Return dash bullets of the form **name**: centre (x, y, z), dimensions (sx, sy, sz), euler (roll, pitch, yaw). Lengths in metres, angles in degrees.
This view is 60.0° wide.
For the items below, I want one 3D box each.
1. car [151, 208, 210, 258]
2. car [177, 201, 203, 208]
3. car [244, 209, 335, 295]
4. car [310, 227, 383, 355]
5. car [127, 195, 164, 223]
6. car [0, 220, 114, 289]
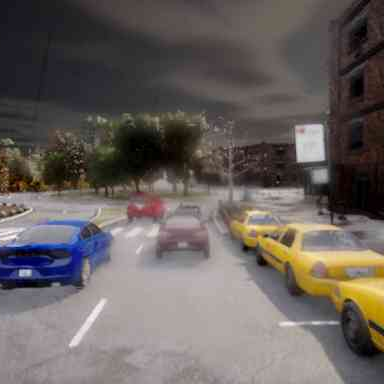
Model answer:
- **car**: centre (-0.338, 1.524, 12.739), dimensions (1.812, 1.442, 4.674), euler (-1, -1, -1)
- **car**: centre (-0.193, 1.474, 26.868), dimensions (2.128, 1.511, 4.902), euler (0, 0, 4)
- **car**: centre (2.948, 1.442, 8.617), dimensions (1.946, 1.575, 5.366), euler (-1, 0, -2)
- **car**: centre (3.167, 1.443, 3.096), dimensions (1.946, 1.575, 5.366), euler (-1, 0, -2)
- **car**: centre (-3.511, 1.224, 26.030), dimensions (2.150, 2.045, 5.566), euler (0, 0, 3)
- **car**: centre (-3.501, 1.508, 9.322), dimensions (1.882, 1.535, 5.008), euler (-1, 0, -2)
